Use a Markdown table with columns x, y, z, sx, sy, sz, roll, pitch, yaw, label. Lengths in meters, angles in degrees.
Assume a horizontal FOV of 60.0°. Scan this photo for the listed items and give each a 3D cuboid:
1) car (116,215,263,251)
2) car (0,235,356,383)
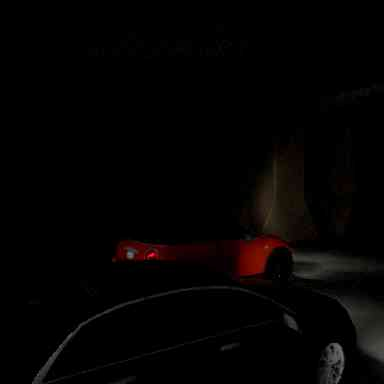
| x | y | z | sx | sy | sz | roll | pitch | yaw | label |
| --- | --- | --- | --- | --- | --- | --- | --- | --- | --- |
| 0.425 | 1.352 | 8.223 | 4.553 | 1.767 | 2.097 | 0 | 0 | -35 | car |
| -0.212 | 1.504 | 3.474 | 4.892 | 1.490 | 1.837 | 0 | 0 | -35 | car |
